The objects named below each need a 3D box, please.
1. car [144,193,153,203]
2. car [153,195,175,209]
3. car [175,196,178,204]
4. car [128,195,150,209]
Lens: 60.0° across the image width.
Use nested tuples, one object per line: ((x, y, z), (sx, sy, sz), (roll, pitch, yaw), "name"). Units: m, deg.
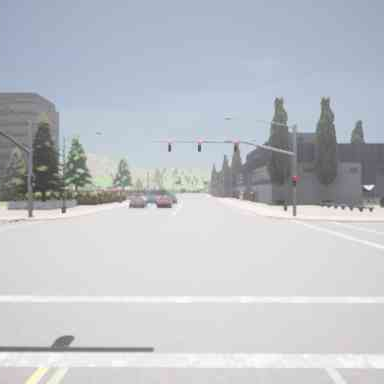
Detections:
((-7.125, 1.419, 60.648), (1.812, 1.442, 4.674), (0, 0, 0), "car")
((-3.640, 1.400, 44.077), (1.882, 1.535, 5.008), (0, 0, 0), "car")
((-3.625, 1.400, 60.633), (1.837, 1.490, 4.892), (0, 0, 0), "car")
((-7.140, 1.448, 44.050), (1.812, 1.442, 4.674), (0, 0, 0), "car")
